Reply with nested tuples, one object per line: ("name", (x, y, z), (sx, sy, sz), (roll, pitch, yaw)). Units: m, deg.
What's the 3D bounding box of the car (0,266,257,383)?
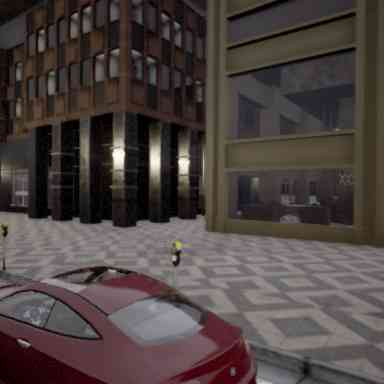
("car", (-1.323, 1.562, 3.902), (4.206, 1.307, 1.802), (0, 0, 35))
